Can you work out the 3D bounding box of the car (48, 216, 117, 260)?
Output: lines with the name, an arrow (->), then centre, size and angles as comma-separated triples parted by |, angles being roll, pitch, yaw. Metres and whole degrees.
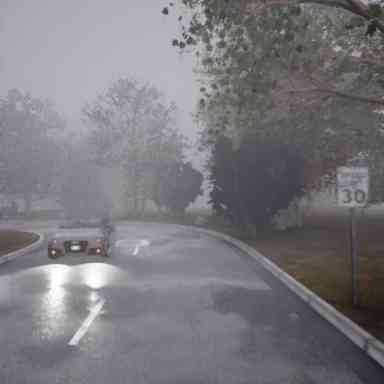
car -> -4.045, 1.648, 12.872 | 1.994, 1.385, 4.181 | -1, 0, -7
